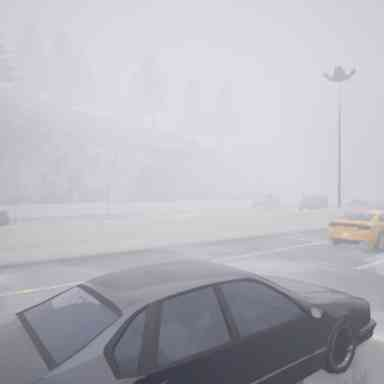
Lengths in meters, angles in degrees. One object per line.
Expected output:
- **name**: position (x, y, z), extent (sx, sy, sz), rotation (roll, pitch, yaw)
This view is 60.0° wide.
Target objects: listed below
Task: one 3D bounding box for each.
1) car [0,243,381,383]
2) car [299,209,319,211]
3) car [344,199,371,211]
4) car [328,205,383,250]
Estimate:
- **car**: position (0.016, 1.560, 3.851), extent (5.357, 1.411, 2.033), rotation (0, 0, -37)
- **car**: position (15.296, 1.368, 41.565), extent (2.150, 2.045, 5.566), rotation (0, 0, 42)
- **car**: position (21.967, 1.654, 43.963), extent (2.128, 1.511, 4.902), rotation (0, 0, 40)
- **car**: position (7.889, 1.532, 14.603), extent (5.008, 1.535, 1.882), rotation (0, 0, -40)
